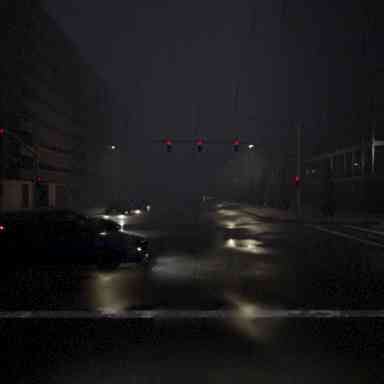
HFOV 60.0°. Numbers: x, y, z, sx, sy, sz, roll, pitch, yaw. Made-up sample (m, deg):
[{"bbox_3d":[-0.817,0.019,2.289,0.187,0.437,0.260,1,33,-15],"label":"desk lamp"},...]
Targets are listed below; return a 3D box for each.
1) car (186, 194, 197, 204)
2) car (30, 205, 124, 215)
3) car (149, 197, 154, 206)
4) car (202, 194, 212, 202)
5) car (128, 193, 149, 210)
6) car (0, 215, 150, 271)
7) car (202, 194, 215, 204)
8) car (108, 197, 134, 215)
[{"bbox_3d":[-0.079,1.557,64.533,1.994,1.385,4.181,0,0,0],"label":"car"},{"bbox_3d":[-6.372,1.573,16.154,5.357,1.411,2.033,0,0,-31],"label":"car"},{"bbox_3d":[-7.375,1.541,54.506,2.033,1.411,5.357,0,0,1],"label":"car"},{"bbox_3d":[3.418,1.347,74.492,2.097,1.767,4.553,0,0,1],"label":"car"},{"bbox_3d":[-7.480,1.216,44.042,2.150,2.045,5.566,0,0,1],"label":"car"},{"bbox_3d":[-4.073,1.569,10.419,5.357,1.411,2.033,0,0,0],"label":"car"},{"bbox_3d":[3.419,1.484,64.627,2.128,1.511,4.902,0,0,1],"label":"car"},{"bbox_3d":[-7.488,1.522,34.132,1.812,1.442,4.674,0,0,0],"label":"car"}]
